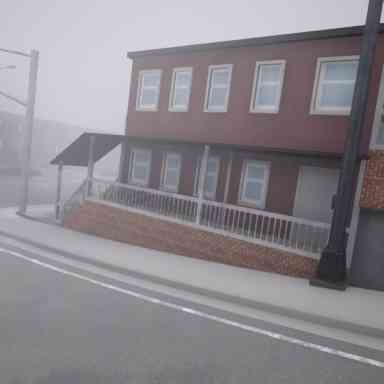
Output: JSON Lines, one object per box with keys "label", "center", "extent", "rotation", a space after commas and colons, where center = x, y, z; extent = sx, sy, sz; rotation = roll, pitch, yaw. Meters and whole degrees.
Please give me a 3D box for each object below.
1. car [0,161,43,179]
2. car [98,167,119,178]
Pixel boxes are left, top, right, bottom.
{"label": "car", "center": [-17.499, -2.155, 32.500], "extent": [2.033, 1.411, 5.357], "rotation": [11, 6, 37]}
{"label": "car", "center": [-11.108, -2.721, 47.289], "extent": [1.837, 1.490, 4.892], "rotation": [11, 7, 35]}
